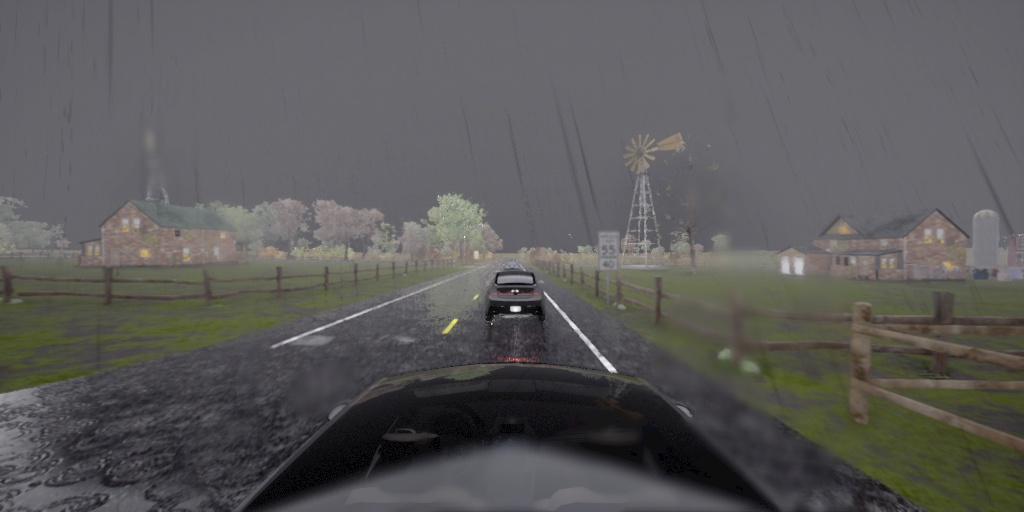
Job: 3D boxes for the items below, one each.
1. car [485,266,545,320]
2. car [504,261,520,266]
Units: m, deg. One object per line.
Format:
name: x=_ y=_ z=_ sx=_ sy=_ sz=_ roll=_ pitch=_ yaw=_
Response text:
car: x=0.101 y=1.251 z=12.591 sx=1.837 sy=1.490 sz=4.892 roll=0 pitch=0 yaw=0
car: x=0.007 y=1.281 z=43.941 sx=2.033 sy=1.411 sz=5.357 roll=0 pitch=0 yaw=0
